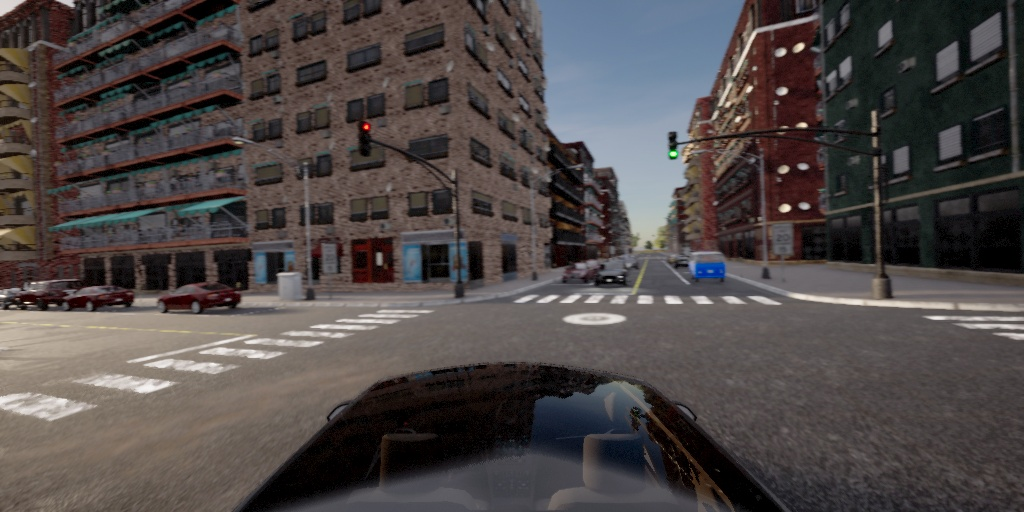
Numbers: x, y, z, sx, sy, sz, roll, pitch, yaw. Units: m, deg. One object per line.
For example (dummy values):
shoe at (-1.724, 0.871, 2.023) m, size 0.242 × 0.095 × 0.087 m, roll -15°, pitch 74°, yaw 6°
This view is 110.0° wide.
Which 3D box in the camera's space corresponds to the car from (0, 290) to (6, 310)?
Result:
car at (-35.057, 2.972, 25.300) m, size 4.403 × 1.370 × 2.007 m, roll 0°, pitch 0°, yaw 21°

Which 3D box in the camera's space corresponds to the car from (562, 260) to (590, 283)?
car at (4.698, 1.117, 25.054) m, size 1.802 × 1.307 × 4.207 m, roll 0°, pitch 0°, yaw 21°

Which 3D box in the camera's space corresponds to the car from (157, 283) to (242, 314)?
car at (-15.564, 2.041, 17.878) m, size 4.507 × 1.381 × 1.888 m, roll 0°, pitch 0°, yaw 21°

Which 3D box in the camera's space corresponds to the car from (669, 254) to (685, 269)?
car at (18.014, 0.605, 37.738) m, size 1.948 × 1.339 × 4.313 m, roll 0°, pitch 0°, yaw 21°

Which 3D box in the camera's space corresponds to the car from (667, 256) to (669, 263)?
car at (22.117, 0.399, 48.342) m, size 1.751 × 1.417 × 4.829 m, roll 0°, pitch 0°, yaw 21°

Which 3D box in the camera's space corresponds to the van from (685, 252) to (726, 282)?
van at (11.953, 0.626, 22.070) m, size 1.690 × 1.789 × 3.998 m, roll 0°, pitch 0°, yaw 21°

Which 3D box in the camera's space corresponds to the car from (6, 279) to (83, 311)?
car at (-29.769, 2.484, 23.286) m, size 5.009 × 1.841 × 2.192 m, roll 0°, pitch 0°, yaw 21°

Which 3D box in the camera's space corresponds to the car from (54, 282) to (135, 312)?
car at (-24.481, 2.464, 21.273) m, size 4.507 × 1.381 × 1.888 m, roll 0°, pitch 0°, yaw 21°

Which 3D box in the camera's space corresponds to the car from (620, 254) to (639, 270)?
car at (12.587, 0.725, 38.496) m, size 2.128 × 1.511 × 4.902 m, roll -2°, pitch 0°, yaw 21°

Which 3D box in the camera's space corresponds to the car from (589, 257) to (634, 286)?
car at (6.202, 1.032, 21.991) m, size 1.837 × 1.490 × 4.892 m, roll -2°, pitch 1°, yaw 21°
